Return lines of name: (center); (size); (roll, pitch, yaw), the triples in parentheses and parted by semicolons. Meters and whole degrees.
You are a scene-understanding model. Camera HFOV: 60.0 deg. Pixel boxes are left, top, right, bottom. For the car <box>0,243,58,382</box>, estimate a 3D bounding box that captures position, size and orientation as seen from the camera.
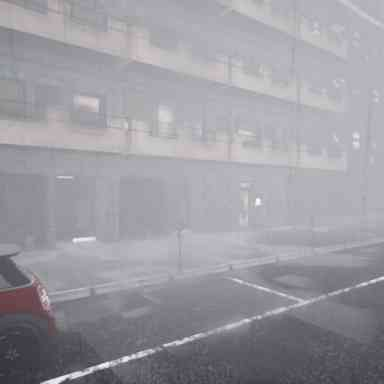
car: (-3.850, 1.441, 3.804); (4.097, 1.590, 1.967); (0, 0, -35)
